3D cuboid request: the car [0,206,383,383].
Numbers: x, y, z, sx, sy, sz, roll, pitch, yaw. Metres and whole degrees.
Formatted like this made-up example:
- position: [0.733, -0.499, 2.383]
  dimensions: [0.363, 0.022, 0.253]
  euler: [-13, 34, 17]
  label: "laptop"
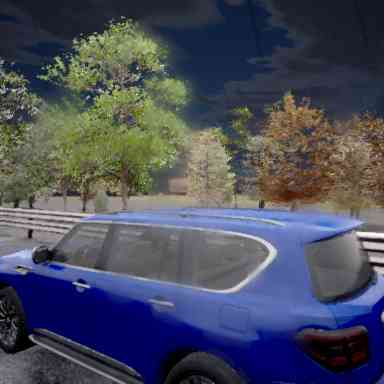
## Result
- position: [-0.509, 1.214, 4.386]
  dimensions: [5.566, 2.045, 2.150]
  euler: [0, 0, 36]
  label: "car"
